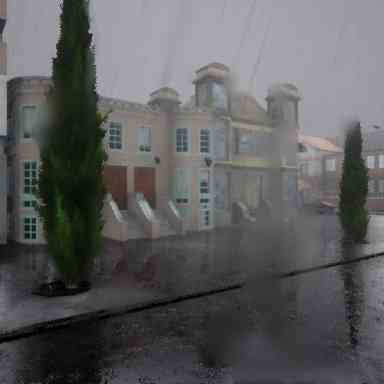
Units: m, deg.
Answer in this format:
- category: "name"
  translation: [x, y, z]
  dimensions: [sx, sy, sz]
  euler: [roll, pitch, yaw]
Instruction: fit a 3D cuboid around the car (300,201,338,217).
- category: "car"
  translation: [12.361, 1.564, 31.367]
  dimensions: [1.994, 1.385, 4.181]
  euler: [0, 0, -36]
